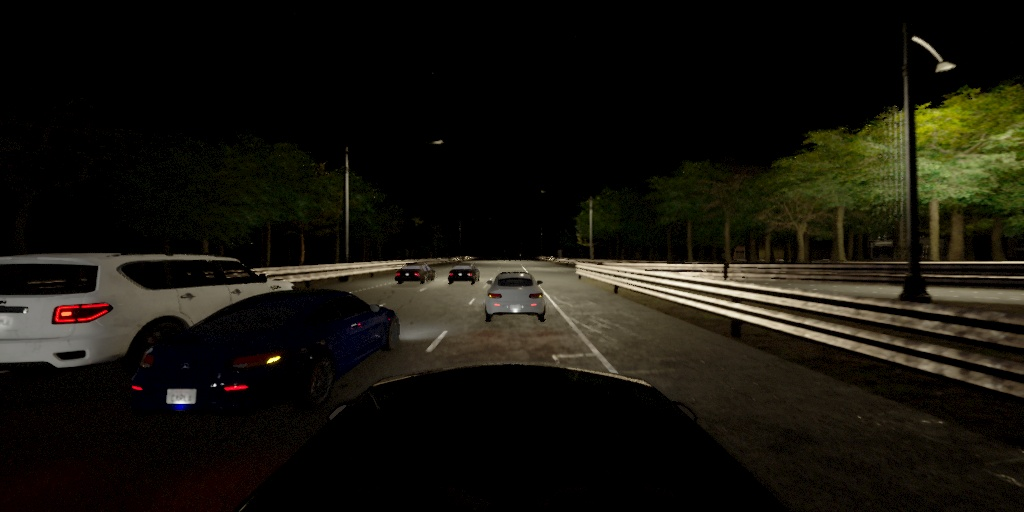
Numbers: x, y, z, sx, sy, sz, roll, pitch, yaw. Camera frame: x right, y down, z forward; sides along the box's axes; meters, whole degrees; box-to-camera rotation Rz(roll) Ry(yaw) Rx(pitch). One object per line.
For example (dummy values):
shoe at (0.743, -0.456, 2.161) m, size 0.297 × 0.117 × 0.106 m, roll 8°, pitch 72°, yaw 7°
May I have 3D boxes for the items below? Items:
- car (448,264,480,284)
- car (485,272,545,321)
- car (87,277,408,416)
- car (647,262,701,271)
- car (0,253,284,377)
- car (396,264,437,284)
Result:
car at (-3.409, 1.254, 26.089) m, size 2.033 × 1.411 × 5.357 m, roll 0°, pitch 0°, yaw 0°
car at (0.095, 1.272, 12.356) m, size 1.812 × 1.442 × 4.674 m, roll 0°, pitch 0°, yaw 0°
car at (-3.388, 1.274, 5.984) m, size 1.812 × 1.442 × 4.674 m, roll 0°, pitch 0°, yaw 0°
car at (12.920, 1.183, 28.838) m, size 1.812 × 1.442 × 4.674 m, roll 0°, pitch -1°, yaw -24°
car at (-6.901, 0.970, 7.539) m, size 2.150 × 2.045 × 5.566 m, roll 0°, pitch 0°, yaw 0°
car at (-6.909, 1.253, 26.133) m, size 2.033 × 1.411 × 5.357 m, roll 0°, pitch 0°, yaw 0°
